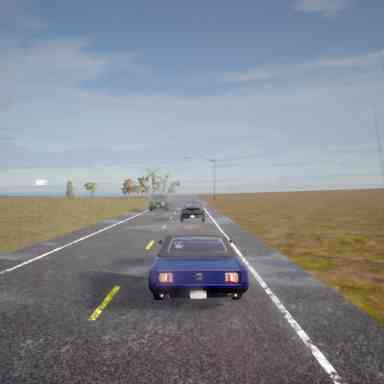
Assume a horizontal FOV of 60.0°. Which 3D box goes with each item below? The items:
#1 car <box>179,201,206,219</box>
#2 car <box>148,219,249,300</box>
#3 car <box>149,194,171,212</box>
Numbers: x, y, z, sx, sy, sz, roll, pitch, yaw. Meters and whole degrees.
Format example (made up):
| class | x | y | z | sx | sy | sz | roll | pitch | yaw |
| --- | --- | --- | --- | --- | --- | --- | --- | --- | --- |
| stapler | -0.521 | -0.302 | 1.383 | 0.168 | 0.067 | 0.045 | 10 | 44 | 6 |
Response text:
| class | x | y | z | sx | sy | sz | roll | pitch | yaw |
| --- | --- | --- | --- | --- | --- | --- | --- | --- | --- |
| car | 0.052 | 1.510 | 26.290 | 1.837 | 1.490 | 4.892 | 0 | 0 | 0 |
| car | 0.088 | 1.603 | 8.345 | 1.895 | 1.301 | 4.718 | 0 | 0 | -1 |
| car | -3.660 | 1.227 | 38.854 | 2.150 | 2.045 | 5.566 | 0 | 0 | 0 |
